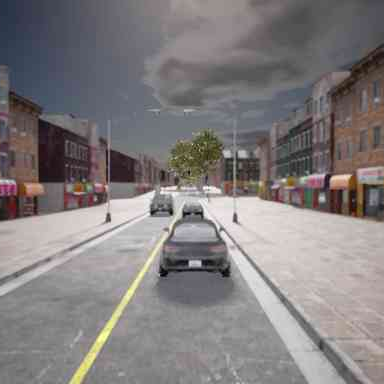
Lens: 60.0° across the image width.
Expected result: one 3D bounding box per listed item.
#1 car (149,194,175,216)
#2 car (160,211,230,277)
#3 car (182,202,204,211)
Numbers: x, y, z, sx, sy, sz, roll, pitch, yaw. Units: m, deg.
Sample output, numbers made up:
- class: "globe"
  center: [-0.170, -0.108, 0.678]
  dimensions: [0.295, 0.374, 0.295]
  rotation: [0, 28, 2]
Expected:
- class: "car"
  center: [-2.864, 1.212, 32.968]
  dimensions: [2.150, 2.045, 5.566]
  rotation: [0, 0, 0]
- class: "car"
  center: [0.074, 1.528, 10.183]
  dimensions: [1.812, 1.442, 4.674]
  rotation: [0, 0, 0]
- class: "car"
  center: [0.081, 1.598, 30.730]
  dimensions: [1.895, 1.301, 4.718]
  rotation: [0, 0, 0]
